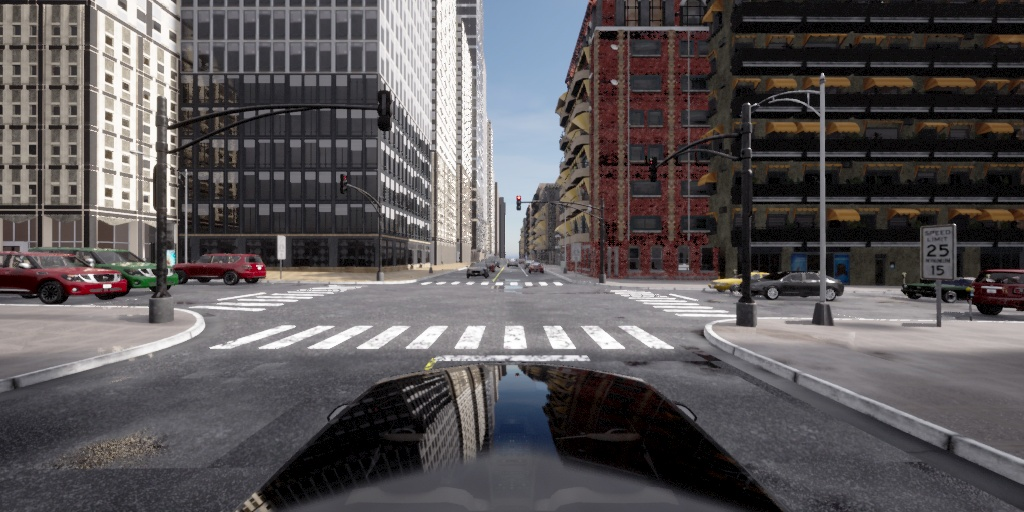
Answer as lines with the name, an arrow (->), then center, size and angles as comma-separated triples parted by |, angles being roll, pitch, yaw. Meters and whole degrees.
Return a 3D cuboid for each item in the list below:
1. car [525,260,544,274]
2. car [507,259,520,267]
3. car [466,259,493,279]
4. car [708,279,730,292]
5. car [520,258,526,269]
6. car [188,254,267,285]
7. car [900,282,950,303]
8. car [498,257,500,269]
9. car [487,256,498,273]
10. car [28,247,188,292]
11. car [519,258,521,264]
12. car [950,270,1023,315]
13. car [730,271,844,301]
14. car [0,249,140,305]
car -> 2.768, 1.341, 41.639 | 1.802, 1.307, 4.207 | 0, 0, 0
car -> 0.138, 1.338, 65.040 | 1.994, 1.385, 4.181 | 0, 0, 1
car -> -3.074, 1.260, 32.993 | 1.837, 1.490, 4.892 | 0, 0, 0
car -> 14.644, 1.587, 21.934 | 4.829, 1.417, 1.751 | 0, 0, 0
car -> 2.726, 1.317, 54.557 | 2.007, 1.370, 4.403 | 0, 0, 0
car -> -17.696, 0.776, 21.673 | 5.009, 1.841, 2.192 | 0, 0, 0
car -> 24.217, 1.827, 19.421 | 4.718, 1.301, 1.895 | 1, 0, -1
car -> -3.051, 0.983, 58.013 | 2.150, 2.045, 5.566 | 0, 1, 0
car -> -3.068, 1.113, 42.752 | 2.097, 1.767, 4.553 | 0, 0, 0
car -> -18.240, 0.658, 15.883 | 5.566, 2.045, 2.150 | 1, 0, 0
car -> 2.731, 1.321, 60.205 | 2.007, 1.370, 4.403 | 0, 0, 0
car -> 20.607, 1.461, 13.634 | 5.009, 1.841, 2.192 | 0, 0, 0
car -> 14.926, 1.562, 19.316 | 4.892, 1.490, 1.837 | 1, 0, 2
car -> -17.567, 0.757, 13.294 | 5.009, 1.841, 2.192 | 0, 0, 0
